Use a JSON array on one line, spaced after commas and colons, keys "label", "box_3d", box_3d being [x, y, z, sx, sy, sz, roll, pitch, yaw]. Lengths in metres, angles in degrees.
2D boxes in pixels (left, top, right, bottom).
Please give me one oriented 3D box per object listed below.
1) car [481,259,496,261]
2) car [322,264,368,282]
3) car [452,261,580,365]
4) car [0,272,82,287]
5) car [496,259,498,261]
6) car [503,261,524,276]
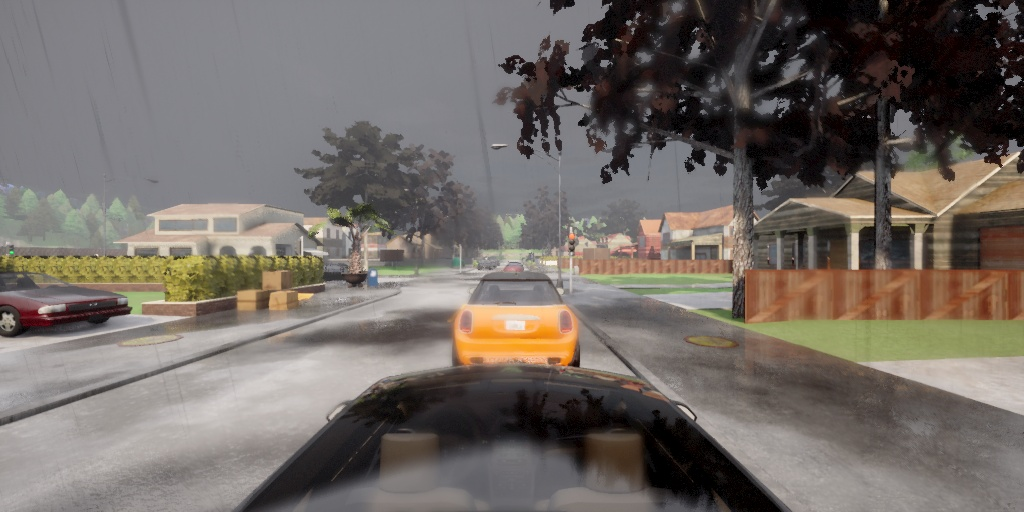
[{"label": "car", "box_3d": [-3.692, 1.255, 49.920, 1.837, 1.490, 4.892, 0, 0, 1]}, {"label": "car", "box_3d": [-12.645, 1.276, 26.424, 4.674, 1.442, 1.812, 0, 0, 0]}, {"label": "car", "box_3d": [0.096, 1.102, 7.713, 2.097, 1.767, 4.553, 0, 0, 1]}, {"label": "car", "box_3d": [-35.162, 1.298, 26.614, 5.357, 1.411, 2.033, 0, 0, 1]}, {"label": "car", "box_3d": [-3.600, 1.241, 59.260, 2.128, 1.511, 4.902, 0, 0, 1]}, {"label": "car", "box_3d": [0.237, 1.314, 38.947, 1.994, 1.385, 4.181, 0, 0, 3]}]
